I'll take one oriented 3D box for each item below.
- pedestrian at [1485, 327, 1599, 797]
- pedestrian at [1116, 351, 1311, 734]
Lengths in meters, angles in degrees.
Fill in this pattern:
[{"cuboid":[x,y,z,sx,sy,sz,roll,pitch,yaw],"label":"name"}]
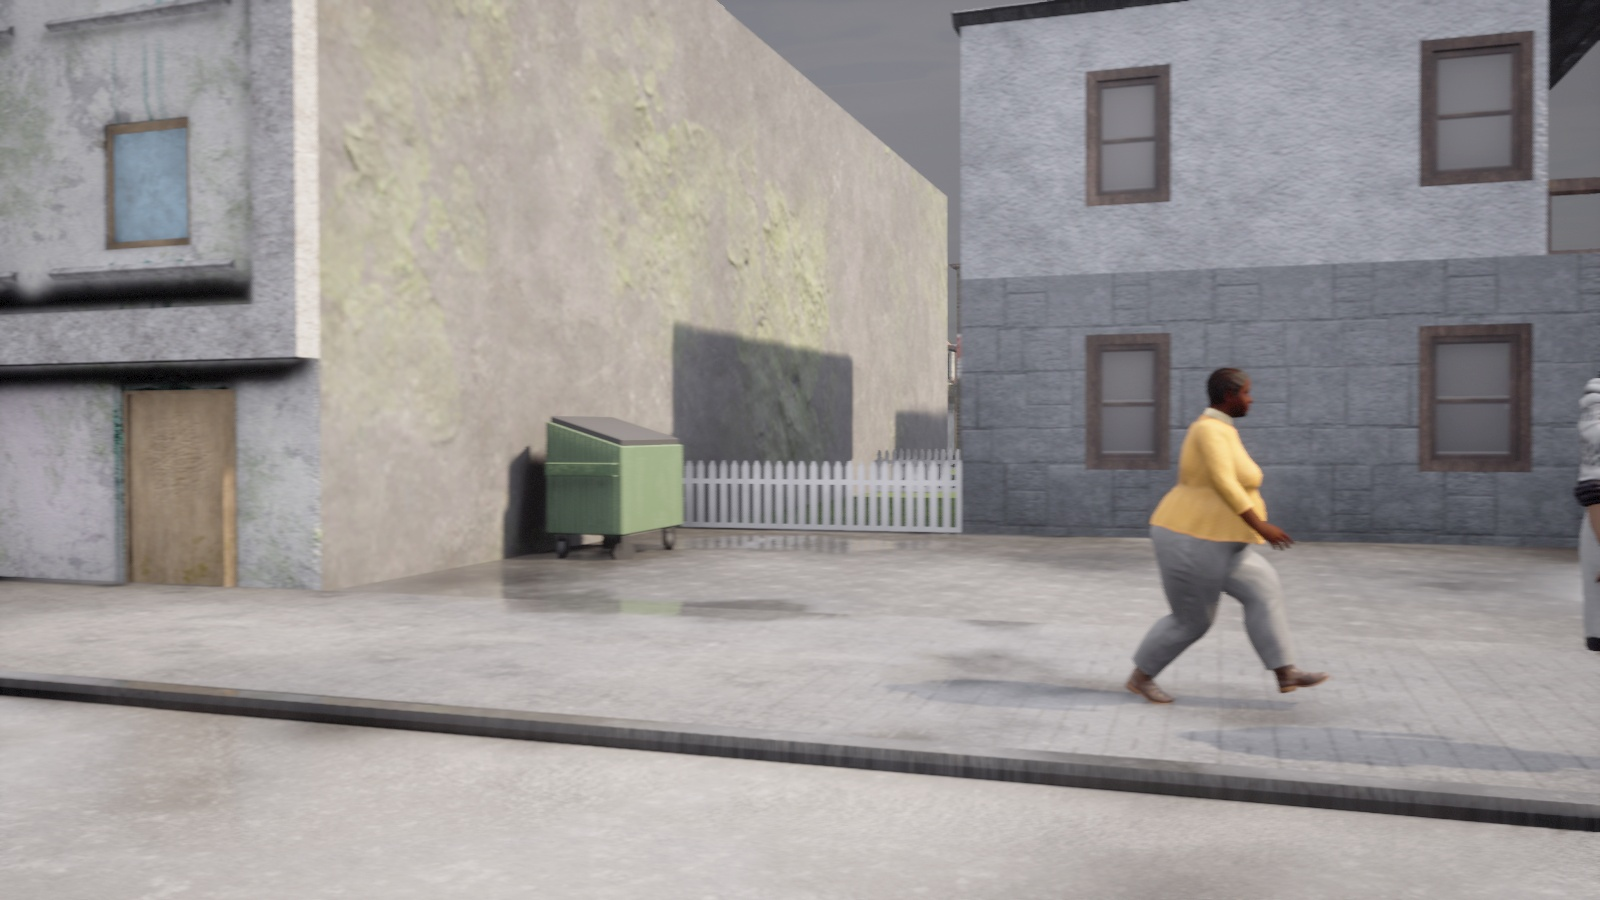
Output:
[{"cuboid":[3.563,0.463,5.429,0.659,1.952,0.873,-1,1,-43],"label":"pedestrian"},{"cuboid":[2.193,0.438,6.634,0.900,1.855,0.874,1,1,21],"label":"pedestrian"}]
